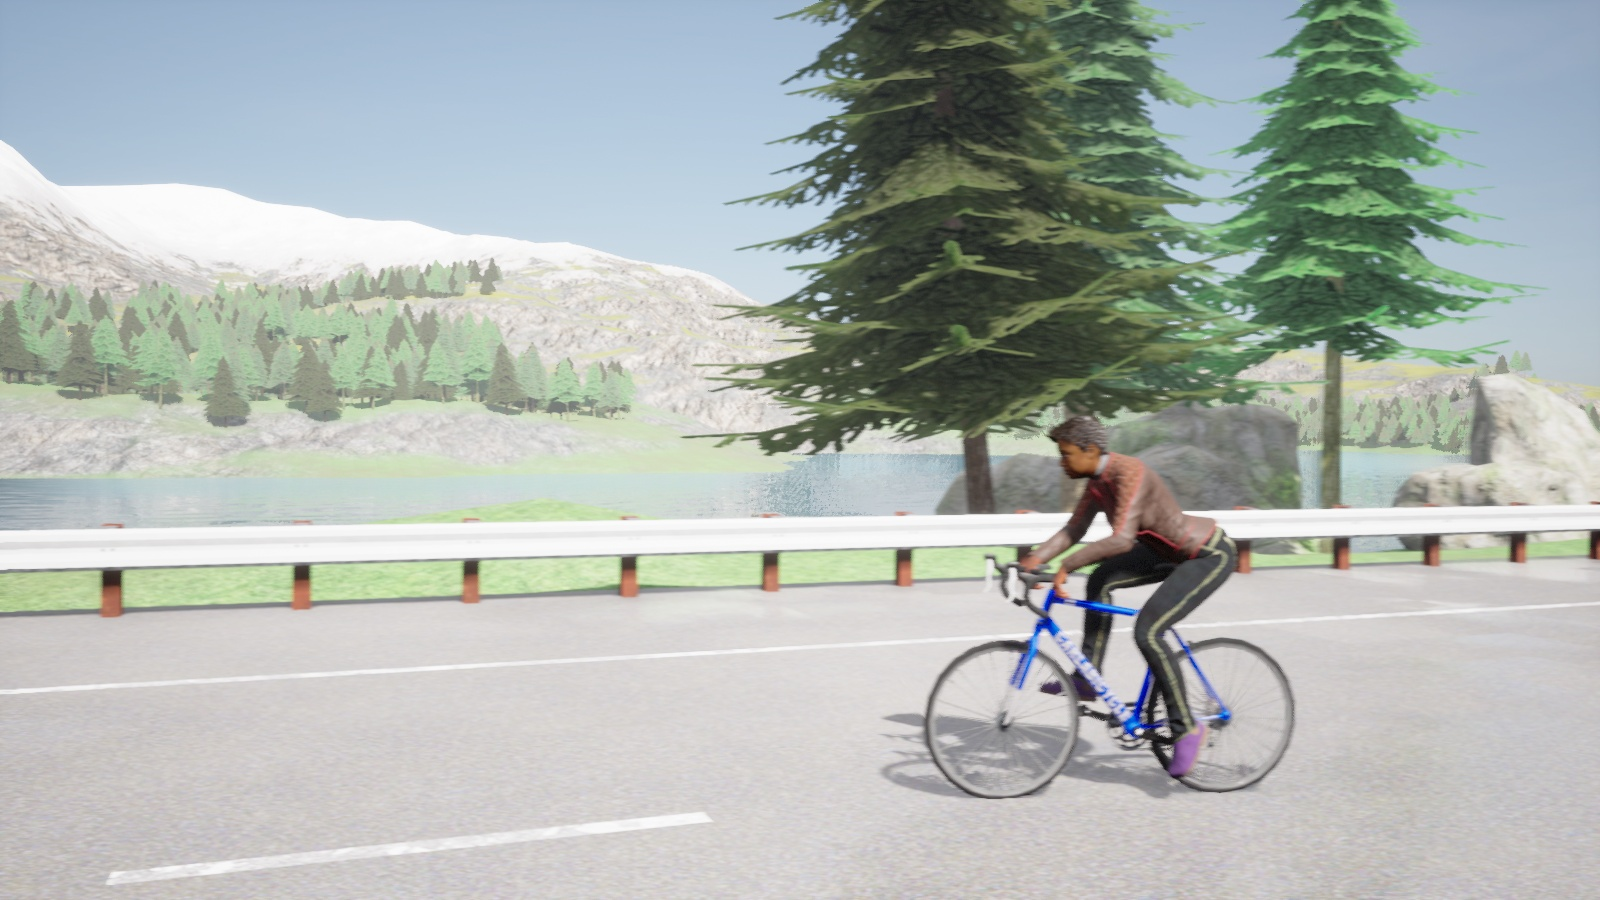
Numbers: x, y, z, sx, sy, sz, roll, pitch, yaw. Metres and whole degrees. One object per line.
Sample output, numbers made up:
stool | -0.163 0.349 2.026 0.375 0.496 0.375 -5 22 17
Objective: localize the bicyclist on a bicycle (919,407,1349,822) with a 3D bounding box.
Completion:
bicyclist on a bicycle | 1.396 0.647 5.360 1.656 1.620 0.582 -1 1 -7
